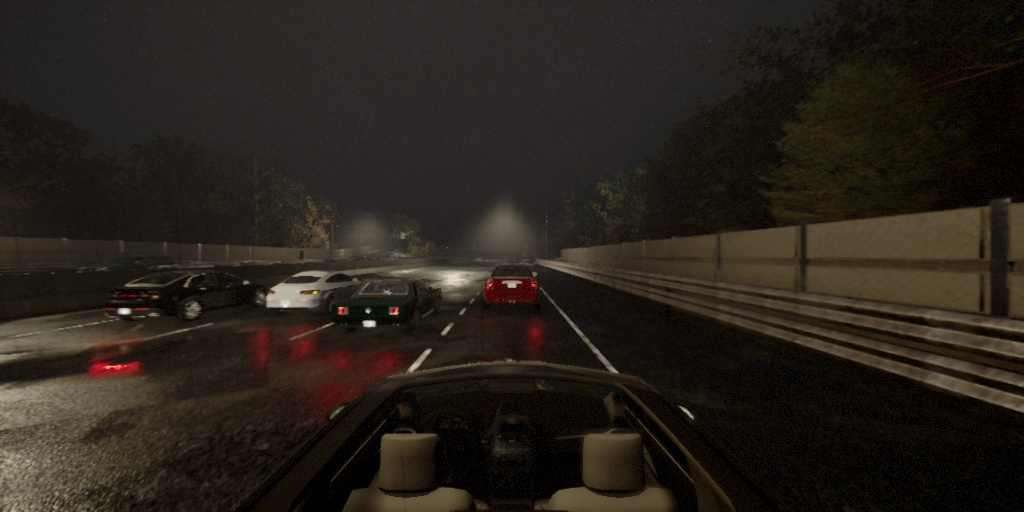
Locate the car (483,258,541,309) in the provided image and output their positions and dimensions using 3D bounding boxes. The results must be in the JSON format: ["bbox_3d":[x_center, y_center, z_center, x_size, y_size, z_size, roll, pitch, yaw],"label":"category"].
[{"bbox_3d":[-0.001,1.079,14.915,2.097,1.767,4.553,0,0,0],"label":"car"}]

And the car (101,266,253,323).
[{"bbox_3d":[-10.400,1.236,12.047,1.837,1.490,4.892,0,0,0],"label":"car"}]

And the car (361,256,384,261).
[{"bbox_3d":[-21.008,1.202,55.407,1.837,1.490,4.892,0,2,0],"label":"car"}]

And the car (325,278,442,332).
[{"bbox_3d":[-3.399,1.334,10.789,1.895,1.301,4.718,0,0,0],"label":"car"}]

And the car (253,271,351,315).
[{"bbox_3d":[-6.916,1.255,13.249,1.812,1.442,4.674,0,0,0],"label":"car"}]

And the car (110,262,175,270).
[{"bbox_3d":[-24.590,1.317,25.253,1.895,1.301,4.718,0,0,0],"label":"car"}]

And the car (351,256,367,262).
[{"bbox_3d":[-24.508,1.267,58.420,1.837,1.490,4.892,0,2,0],"label":"car"}]

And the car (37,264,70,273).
[{"bbox_3d":[-31.581,1.208,26.519,2.128,1.511,4.902,0,0,0],"label":"car"}]

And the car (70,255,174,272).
[{"bbox_3d":[-28.085,0.939,26.594,2.150,2.045,5.566,0,0,0],"label":"car"}]

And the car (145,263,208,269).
[{"bbox_3d":[-21.095,1.318,24.071,1.895,1.301,4.718,0,0,0],"label":"car"}]
